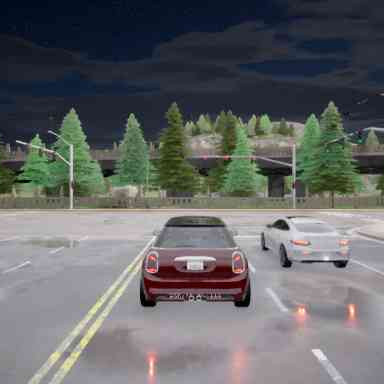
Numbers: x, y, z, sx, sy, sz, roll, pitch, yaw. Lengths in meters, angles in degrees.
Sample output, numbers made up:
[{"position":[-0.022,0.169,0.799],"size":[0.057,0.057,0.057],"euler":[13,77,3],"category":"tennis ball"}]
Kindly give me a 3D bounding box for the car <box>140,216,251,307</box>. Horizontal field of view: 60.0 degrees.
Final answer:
[{"position":[0.078,1.352,8.136],"size":[2.097,1.767,4.553],"euler":[0,0,1],"category":"car"}]

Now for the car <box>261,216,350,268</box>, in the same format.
[{"position":[3.595,1.526,11.183],"size":[1.812,1.442,4.674],"euler":[0,0,0],"category":"car"}]
